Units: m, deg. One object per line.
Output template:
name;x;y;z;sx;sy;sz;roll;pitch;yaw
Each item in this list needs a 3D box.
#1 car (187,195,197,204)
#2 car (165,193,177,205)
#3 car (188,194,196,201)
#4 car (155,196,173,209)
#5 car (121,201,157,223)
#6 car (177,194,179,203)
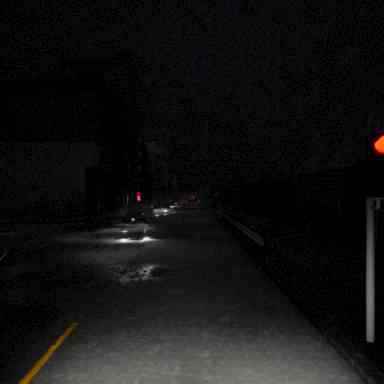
car;0.040;1.491;66.313;2.128;1.511;4.902;0;0;0
car;-4.052;1.354;55.463;2.097;1.767;4.553;0;0;0
car;0.044;1.310;76.733;1.882;1.535;5.008;0;0;0
car;-4.066;1.564;45.730;1.994;1.385;4.181;0;0;0
car;-4.079;1.601;25.259;1.895;1.301;4.718;0;0;0
car;-3.959;1.212;69.430;2.150;2.045;5.566;0;0;0
